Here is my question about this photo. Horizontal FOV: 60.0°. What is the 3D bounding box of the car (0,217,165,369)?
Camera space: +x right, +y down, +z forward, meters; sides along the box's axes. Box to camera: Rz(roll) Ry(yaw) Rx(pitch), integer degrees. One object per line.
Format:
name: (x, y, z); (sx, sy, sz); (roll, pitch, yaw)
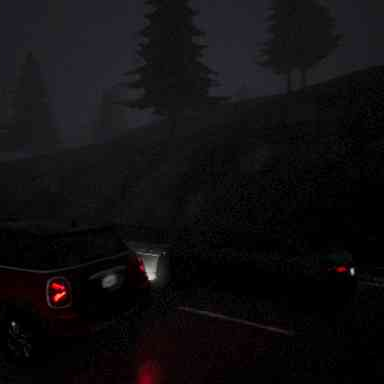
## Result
car: (-2.989, 1.258, 5.745); (4.553, 1.767, 2.097); (0, 1, 30)

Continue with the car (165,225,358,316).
car: (1.269, 1.421, 7.223); (4.181, 1.385, 1.994); (0, 1, 33)
